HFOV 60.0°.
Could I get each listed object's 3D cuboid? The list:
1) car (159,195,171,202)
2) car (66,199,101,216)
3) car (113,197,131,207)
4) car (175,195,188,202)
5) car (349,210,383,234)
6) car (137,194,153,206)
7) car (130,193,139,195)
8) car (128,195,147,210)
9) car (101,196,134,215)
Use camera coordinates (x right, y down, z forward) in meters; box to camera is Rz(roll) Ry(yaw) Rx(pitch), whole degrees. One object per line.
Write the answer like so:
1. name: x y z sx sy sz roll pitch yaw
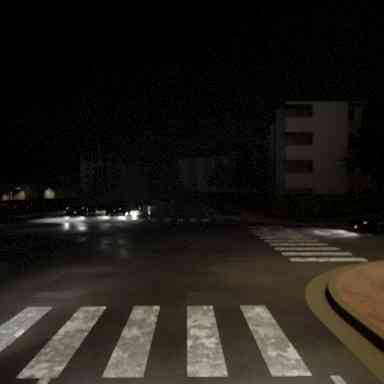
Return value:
1. car: -6.072 1.463 74.094 2.128 1.511 4.902 0 0 -17
2. car: -10.803 1.573 32.865 1.895 1.301 4.718 0 0 -1
3. car: -10.971 1.520 52.284 1.994 1.385 4.181 0 0 0
4. car: -2.391 1.478 73.918 2.033 1.411 5.357 0 0 -17
5. car: 11.597 1.515 18.191 5.357 1.411 2.033 0 0 0
6. car: -7.511 1.480 54.261 1.812 1.442 4.674 0 0 0
7. car: -11.596 1.161 67.216 2.150 2.045 5.566 0 0 -10
8. car: -7.396 1.456 42.067 2.128 1.511 4.902 0 0 -1
9. car: -7.262 1.477 32.932 1.837 1.490 4.892 0 0 -2
